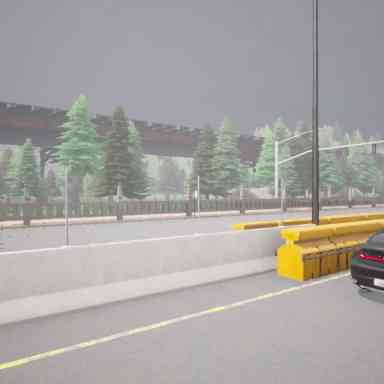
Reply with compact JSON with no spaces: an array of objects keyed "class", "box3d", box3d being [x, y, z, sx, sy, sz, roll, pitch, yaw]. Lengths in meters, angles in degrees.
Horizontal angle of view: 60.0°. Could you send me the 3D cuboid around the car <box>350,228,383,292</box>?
[{"class":"car","box3d":[5.608,1.504,7.767,4.892,1.490,1.837,0,0,-36]}]
